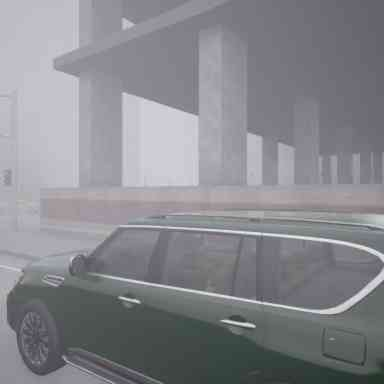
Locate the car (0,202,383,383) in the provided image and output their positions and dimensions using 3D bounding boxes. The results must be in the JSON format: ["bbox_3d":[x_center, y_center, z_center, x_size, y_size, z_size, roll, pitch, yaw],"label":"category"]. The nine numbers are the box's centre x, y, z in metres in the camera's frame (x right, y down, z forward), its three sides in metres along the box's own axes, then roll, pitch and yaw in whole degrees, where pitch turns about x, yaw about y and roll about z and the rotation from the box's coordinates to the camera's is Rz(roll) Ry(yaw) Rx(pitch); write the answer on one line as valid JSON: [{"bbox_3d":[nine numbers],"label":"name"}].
[{"bbox_3d":[0.098,1.221,3.915,5.566,2.045,2.150,0,0,36],"label":"car"}]

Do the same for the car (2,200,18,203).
[{"bbox_3d":[-18.343,1.533,33.797,1.882,1.535,5.008,0,0,36],"label":"car"}]

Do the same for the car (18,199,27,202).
[{"bbox_3d":[-14.293,1.547,33.442,2.128,1.511,4.902,0,0,36],"label":"car"}]
